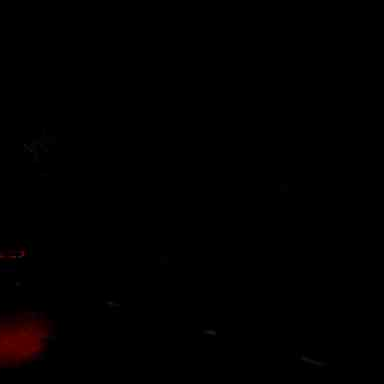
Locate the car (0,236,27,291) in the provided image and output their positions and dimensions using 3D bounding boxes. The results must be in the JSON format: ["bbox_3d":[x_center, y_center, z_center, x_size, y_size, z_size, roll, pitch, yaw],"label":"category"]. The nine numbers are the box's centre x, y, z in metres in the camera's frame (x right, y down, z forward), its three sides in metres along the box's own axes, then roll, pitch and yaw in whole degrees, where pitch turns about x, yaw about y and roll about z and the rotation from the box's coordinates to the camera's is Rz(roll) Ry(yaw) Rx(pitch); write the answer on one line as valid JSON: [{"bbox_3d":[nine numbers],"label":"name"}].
[{"bbox_3d":[-5.933,1.503,7.917,5.008,1.535,1.882,0,0,35],"label":"car"}]
